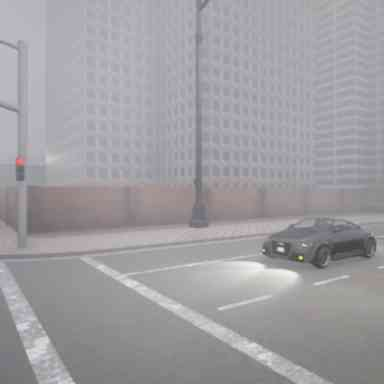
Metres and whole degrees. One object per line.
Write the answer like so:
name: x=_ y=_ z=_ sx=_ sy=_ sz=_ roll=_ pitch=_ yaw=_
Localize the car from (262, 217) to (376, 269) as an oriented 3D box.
car: x=4.340 y=1.562 z=11.225 sx=4.181 sy=1.385 sz=1.994 roll=0 pitch=0 yaw=-34
